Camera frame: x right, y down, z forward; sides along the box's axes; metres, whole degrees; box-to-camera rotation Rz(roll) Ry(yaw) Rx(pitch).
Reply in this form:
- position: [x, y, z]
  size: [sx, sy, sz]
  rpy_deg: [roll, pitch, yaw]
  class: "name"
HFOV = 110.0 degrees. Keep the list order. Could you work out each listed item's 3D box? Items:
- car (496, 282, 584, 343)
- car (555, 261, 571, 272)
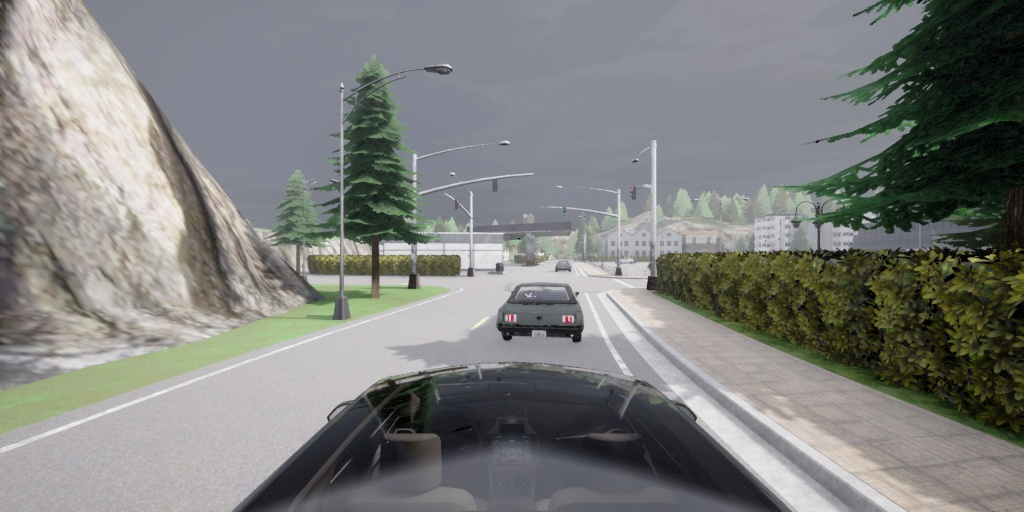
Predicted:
- position: [0.883, 1.351, 9.753]
  size: [1.895, 1.301, 4.718]
  rpy_deg: [0, 0, 8]
  class: "car"
- position: [6.565, 1.314, 45.823]
  size: [1.994, 1.385, 4.181]
  rpy_deg: [0, 0, 9]
  class: "car"
